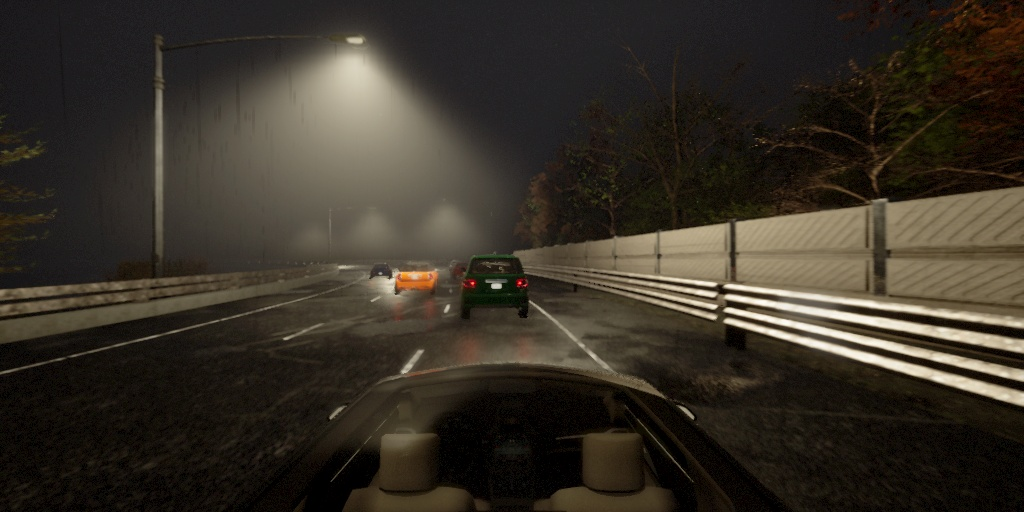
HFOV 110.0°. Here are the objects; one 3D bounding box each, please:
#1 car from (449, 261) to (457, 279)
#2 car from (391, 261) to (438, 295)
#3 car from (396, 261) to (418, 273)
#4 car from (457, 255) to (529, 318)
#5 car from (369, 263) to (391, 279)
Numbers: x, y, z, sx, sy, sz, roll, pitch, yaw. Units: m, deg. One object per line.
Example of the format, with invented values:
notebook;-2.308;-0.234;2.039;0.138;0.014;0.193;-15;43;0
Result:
car;-4.612;1.279;33.155;1.882;1.535;5.008;0;0;-13
car;-5.352;1.142;20.540;2.097;1.767;4.553;0;0;-10
car;-14.090;1.400;48.055;2.033;1.411;5.357;0;0;-25
car;-0.720;0.986;13.201;2.150;2.045;5.566;0;0;-6
car;-12.098;1.355;33.264;1.812;1.442;4.674;0;0;-18
